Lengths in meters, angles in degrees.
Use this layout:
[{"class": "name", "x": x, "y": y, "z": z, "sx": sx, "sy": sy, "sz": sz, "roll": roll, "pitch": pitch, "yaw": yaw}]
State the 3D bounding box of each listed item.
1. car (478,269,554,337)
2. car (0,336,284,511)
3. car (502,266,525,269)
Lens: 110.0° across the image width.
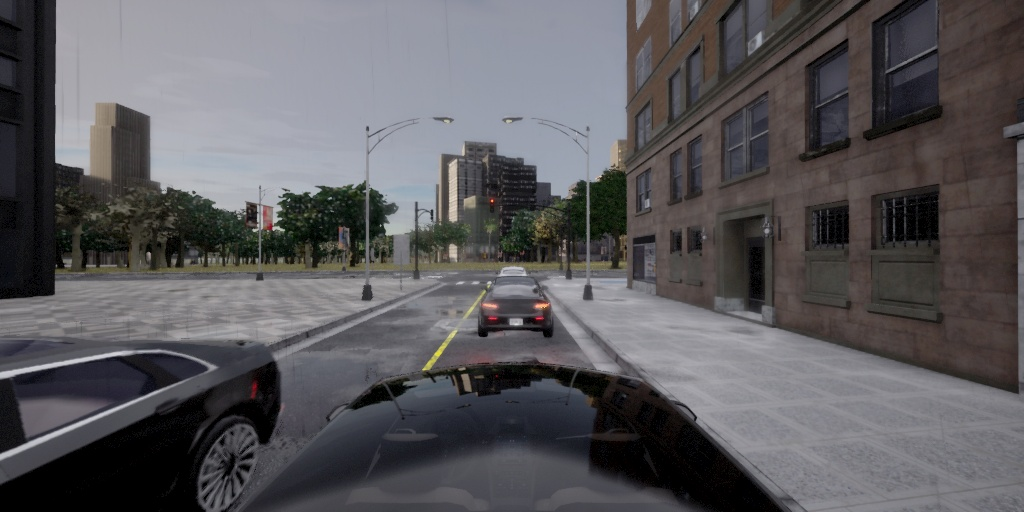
[{"class": "car", "x": 0.083, "y": 1.276, "z": 10.148, "sx": 1.812, "sy": 1.442, "sz": 4.674, "roll": 0, "pitch": 0, "yaw": 0}, {"class": "car", "x": -3.096, "y": 1.241, "z": 1.407, "sx": 2.128, "sy": 1.511, "sz": 4.902, "roll": 0, "pitch": 0, "yaw": 0}, {"class": "car", "x": 0.064, "y": 1.277, "z": 19.208, "sx": 1.812, "sy": 1.442, "sz": 4.674, "roll": 0, "pitch": 0, "yaw": 0}]
